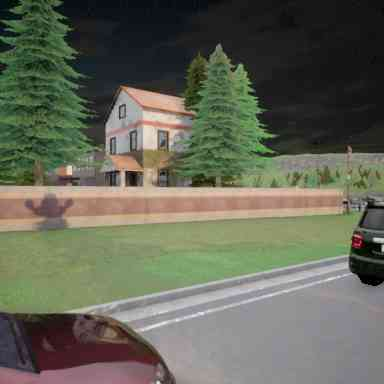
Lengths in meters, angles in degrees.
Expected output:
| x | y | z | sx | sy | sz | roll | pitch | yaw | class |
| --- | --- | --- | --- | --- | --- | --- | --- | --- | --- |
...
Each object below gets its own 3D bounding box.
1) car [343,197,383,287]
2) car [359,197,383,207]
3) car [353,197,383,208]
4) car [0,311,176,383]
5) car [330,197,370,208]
| x | y | z | sx | sy | sz | roll | pitch | yaw | class |
| --- | --- | --- | --- | --- | --- | --- | --- | --- | --- |
| 6.089 | 1.225 | 8.114 | 5.566 | 2.045 | 2.150 | 0 | 0 | -35 | car |
| 28.759 | 1.583 | 52.133 | 1.994 | 1.385 | 4.181 | 0 | 0 | -37 | car |
| 26.655 | 1.522 | 49.073 | 1.837 | 1.490 | 4.892 | 0 | 0 | -36 | car |
| -2.143 | 1.564 | 2.335 | 4.181 | 1.385 | 1.994 | 0 | 0 | -34 | car |
| 22.878 | 1.508 | 48.315 | 2.128 | 1.511 | 4.902 | 0 | 0 | -36 | car |
